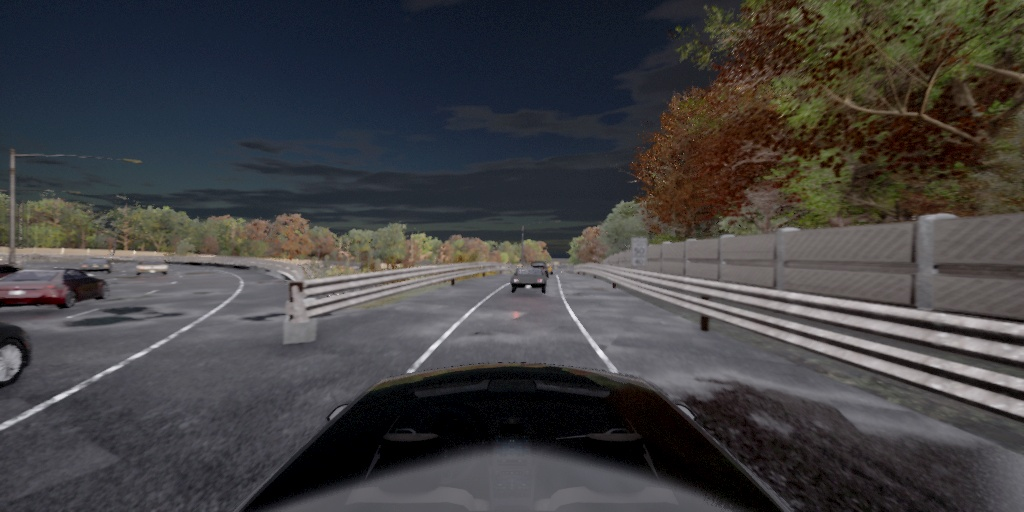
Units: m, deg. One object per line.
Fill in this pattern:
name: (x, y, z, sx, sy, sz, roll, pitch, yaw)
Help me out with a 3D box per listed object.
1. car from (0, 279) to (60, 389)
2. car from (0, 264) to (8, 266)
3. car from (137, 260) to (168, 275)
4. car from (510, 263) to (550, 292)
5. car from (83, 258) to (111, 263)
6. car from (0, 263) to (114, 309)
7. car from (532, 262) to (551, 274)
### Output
car: (-7.545, 1.187, 3.519, 1.837, 1.490, 4.892, 1, 0, -26)
car: (-22.649, 1.047, 15.427, 1.812, 1.442, 4.674, 0, 0, -35)
car: (-31.598, 0.986, 31.543, 1.895, 1.301, 4.718, 0, 0, -45)
car: (1.039, 1.279, 20.499, 1.895, 1.301, 4.718, 0, 0, 6)
car: (-37.121, 0.888, 32.079, 5.357, 1.411, 2.033, 1, 0, 43)
car: (-16.997, 1.137, 13.257, 1.994, 1.385, 4.181, 0, 0, -32)
car: (2.558, 1.272, 34.134, 1.837, 1.490, 4.892, 0, -1, 6)
